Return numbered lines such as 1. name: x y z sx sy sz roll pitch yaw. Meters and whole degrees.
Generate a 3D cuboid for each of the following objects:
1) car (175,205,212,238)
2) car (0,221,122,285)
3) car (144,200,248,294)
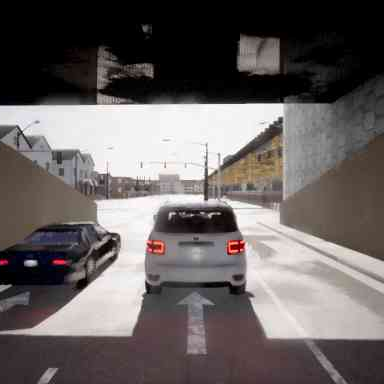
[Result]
1. car: 0.059 1.526 18.475 1.812 1.442 4.674 0 0 0
2. car: -3.408 1.548 9.528 2.033 1.411 5.357 0 0 0
3. car: 0.083 1.221 8.911 2.150 2.045 5.566 0 0 0
